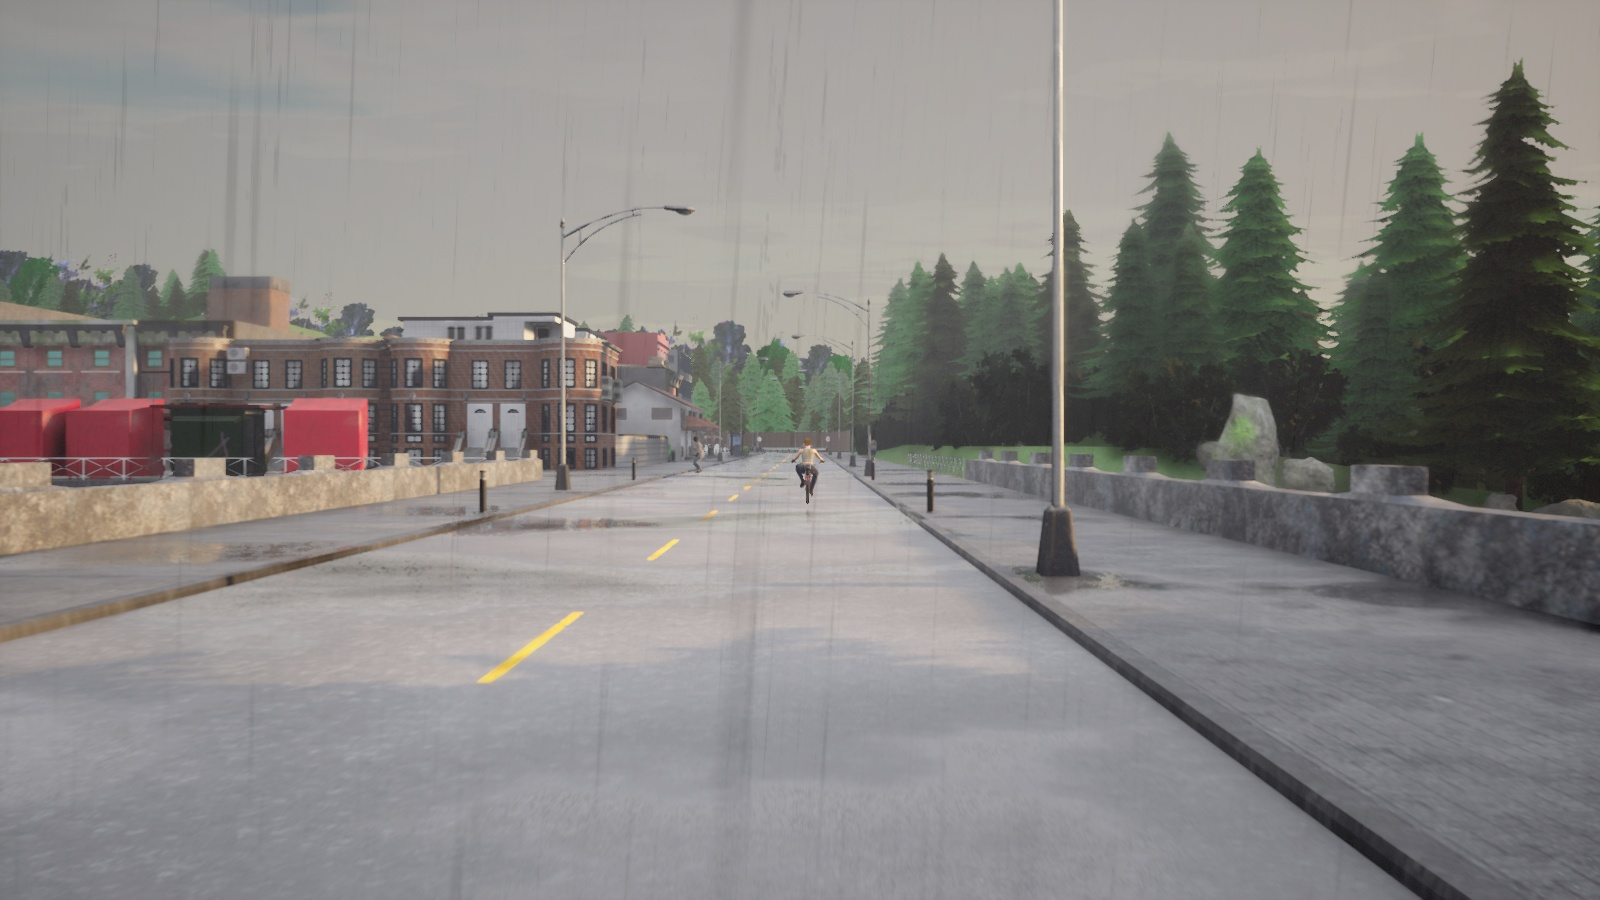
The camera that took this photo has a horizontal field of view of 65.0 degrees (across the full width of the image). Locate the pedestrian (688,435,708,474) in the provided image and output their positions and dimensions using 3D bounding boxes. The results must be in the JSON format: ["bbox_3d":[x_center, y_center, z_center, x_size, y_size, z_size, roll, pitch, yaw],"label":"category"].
[{"bbox_3d":[-4.887,0.205,59.968,0.900,1.855,0.874,0,0,-8],"label":"pedestrian"}]

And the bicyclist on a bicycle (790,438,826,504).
[{"bbox_3d":[0.193,0.507,31.337,0.866,1.612,1.509,0,0,0],"label":"bicyclist on a bicycle"}]
